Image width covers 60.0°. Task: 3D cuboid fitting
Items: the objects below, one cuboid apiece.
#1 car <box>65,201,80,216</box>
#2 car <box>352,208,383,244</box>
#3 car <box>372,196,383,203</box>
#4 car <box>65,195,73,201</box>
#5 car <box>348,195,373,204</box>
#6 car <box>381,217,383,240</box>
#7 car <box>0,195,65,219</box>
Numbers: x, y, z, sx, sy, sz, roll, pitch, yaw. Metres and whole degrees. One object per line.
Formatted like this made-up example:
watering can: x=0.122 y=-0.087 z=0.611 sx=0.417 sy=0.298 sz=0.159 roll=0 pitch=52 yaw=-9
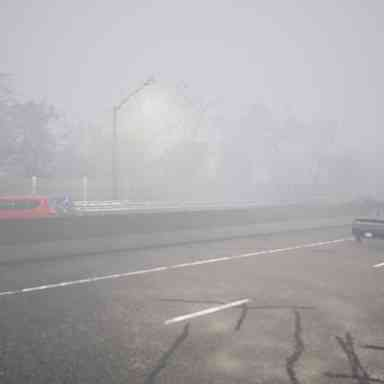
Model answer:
car: x=-8.906 y=1.494 z=19.136 sx=4.892 sy=1.490 sz=1.837 roll=0 pitch=0 yaw=-35
car: x=8.848 y=1.441 z=14.359 sx=4.902 sy=1.511 sz=2.128 roll=0 pitch=0 yaw=-36
car: x=26.279 y=1.416 z=44.197 sx=4.181 sy=1.385 sz=1.994 roll=0 pitch=0 yaw=-35
car: x=-10.596 y=1.209 z=22.230 sx=5.566 sy=2.045 sz=2.150 roll=0 pitch=0 yaw=-35
car: x=24.038 y=1.205 z=46.898 sx=4.553 sy=1.767 sz=2.097 roll=0 pitch=0 yaw=-35
car: x=7.364 y=1.441 z=9.000 sx=5.008 sy=1.535 sz=1.882 roll=0 pitch=0 yaw=-36
car: x=-8.958 y=1.219 z=14.802 sx=5.566 sy=2.045 sz=2.150 roll=0 pitch=0 yaw=-36
